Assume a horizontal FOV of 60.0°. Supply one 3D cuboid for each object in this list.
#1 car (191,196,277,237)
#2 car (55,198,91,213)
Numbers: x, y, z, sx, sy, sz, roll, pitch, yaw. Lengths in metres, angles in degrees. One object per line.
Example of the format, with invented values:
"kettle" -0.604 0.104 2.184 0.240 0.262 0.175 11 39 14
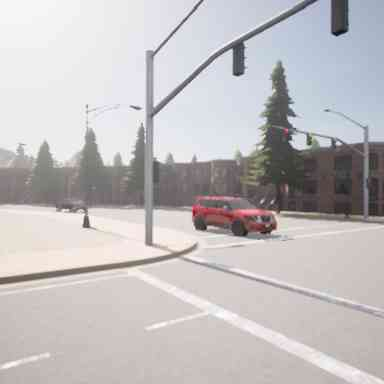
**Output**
"car" 2.178 1.307 18.928 2.150 2.045 5.566 0 0 -36
"car" -13.607 1.475 37.941 4.902 1.511 2.128 0 0 35
